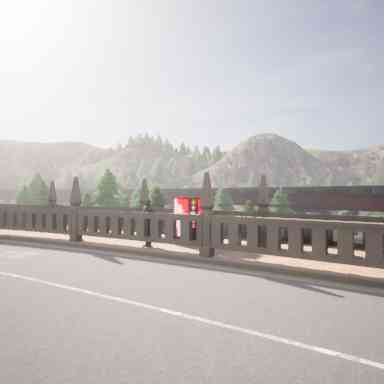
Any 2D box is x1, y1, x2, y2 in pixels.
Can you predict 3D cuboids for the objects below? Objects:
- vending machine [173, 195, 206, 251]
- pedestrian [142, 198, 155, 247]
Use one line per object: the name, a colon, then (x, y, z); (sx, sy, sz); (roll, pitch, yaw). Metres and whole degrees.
vending machine: (-0.087, 1.195, 13.289); (0.880, 2.100, 1.100); (0, 0, 31)
pedestrian: (-1.675, 1.141, 12.530); (0.375, 1.860, 0.375); (0, 0, 31)
